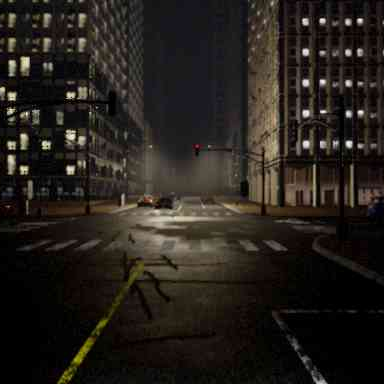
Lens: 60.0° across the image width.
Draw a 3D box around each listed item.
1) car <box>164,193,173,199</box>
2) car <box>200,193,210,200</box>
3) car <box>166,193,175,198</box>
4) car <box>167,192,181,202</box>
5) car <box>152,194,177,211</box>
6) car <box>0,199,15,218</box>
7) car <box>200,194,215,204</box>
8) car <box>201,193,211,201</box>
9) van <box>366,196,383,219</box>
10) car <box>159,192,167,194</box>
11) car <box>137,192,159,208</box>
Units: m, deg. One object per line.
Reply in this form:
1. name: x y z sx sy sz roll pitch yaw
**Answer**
1. car: -5.666 0.911 80.812 1.887 1.381 4.507 1 0 0
2. car: 2.712 1.019 69.730 1.947 1.339 4.313 1 0 0
3. car: -5.666 0.874 86.387 2.008 1.369 4.403 1 0 0
4. car: -2.992 0.971 61.874 2.128 1.511 4.902 0 0 0
5. car: -2.994 1.278 36.795 1.812 1.442 4.674 0 2 0
6. car: -16.487 1.289 26.368 4.097 1.590 1.967 0 -1 0
7. car: 2.710 1.166 52.998 1.802 1.307 4.206 1 0 0
8. car: 2.713 1.021 64.323 1.752 1.417 4.829 1 0 0
9. van: 15.987 1.247 26.293 3.998 1.788 1.690 0 -1 0
10. car: -5.665 0.899 52.935 2.192 1.841 5.009 1 0 0
11. car: -5.668 1.111 41.786 1.967 1.590 4.097 1 0 0
